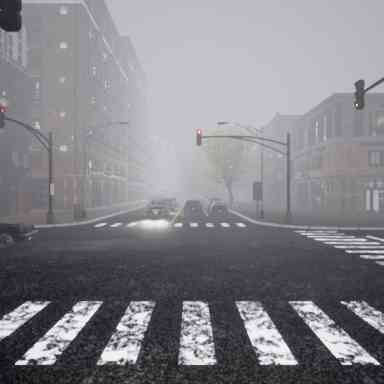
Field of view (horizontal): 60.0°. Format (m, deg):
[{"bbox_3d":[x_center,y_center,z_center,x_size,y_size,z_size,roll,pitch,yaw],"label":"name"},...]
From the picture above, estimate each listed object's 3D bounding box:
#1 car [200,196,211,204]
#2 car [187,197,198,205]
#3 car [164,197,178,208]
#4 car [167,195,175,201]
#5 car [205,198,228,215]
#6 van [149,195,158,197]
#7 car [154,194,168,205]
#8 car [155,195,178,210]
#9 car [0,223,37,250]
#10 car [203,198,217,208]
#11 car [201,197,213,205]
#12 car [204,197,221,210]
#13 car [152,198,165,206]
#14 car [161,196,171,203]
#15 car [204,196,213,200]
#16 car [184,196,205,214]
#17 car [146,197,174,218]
[{"bbox_3d":[2.702,1.530,67.794,1.967,1.590,4.097,0,0,0],"label":"car"},{"bbox_3d":[0.113,1.680,63.386,1.895,1.301,4.718,0,0,0],"label":"car"},{"bbox_3d":[-3.077,1.578,50.371,1.812,1.442,4.674,0,0,0],"label":"car"},{"bbox_3d":[-5.674,1.678,90.415,1.752,1.417,4.829,0,0,0],"label":"car"},{"bbox_3d":[2.696,1.577,33.613,2.008,1.369,4.403,0,0,0],"label":"car"},{"bbox_3d":[-5.682,1.394,50.707,1.690,1.788,3.998,0,0,0],"label":"van"},{"bbox_3d":[-5.680,1.391,62.101,2.192,1.841,5.009,0,0,0],"label":"car"},{"bbox_3d":[-3.086,1.514,40.273,1.882,1.535,5.008,0,0,0],"label":"car"},{"bbox_3d":[-8.896,1.589,13.342,4.718,1.301,1.895,0,0,-11],"label":"car"},{"bbox_3d":[2.699,1.635,50.704,1.802,1.307,4.206,0,0,0],"label":"car"},{"bbox_3d":[2.702,1.627,62.097,2.008,1.369,4.403,0,0,0],"label":"car"},{"bbox_3d":[2.698,1.484,45.007,1.967,1.590,4.097,0,0,0],"label":"car"},{"bbox_3d":[-5.680,1.646,56.404,1.802,1.307,4.206,0,0,0],"label":"car"},{"bbox_3d":[-5.677,1.656,73.494,2.008,1.369,4.403,0,0,0],"label":"car"},{"bbox_3d":[2.697,1.475,39.310,1.967,1.590,4.097,0,0,0],"label":"car"},{"bbox_3d":[0.121,1.506,35.155,1.882,1.535,5.008,0,0,0],"label":"car"},{"bbox_3d":[-3.095,1.513,30.825,2.128,1.511,4.902,0,0,0],"label":"car"}]
